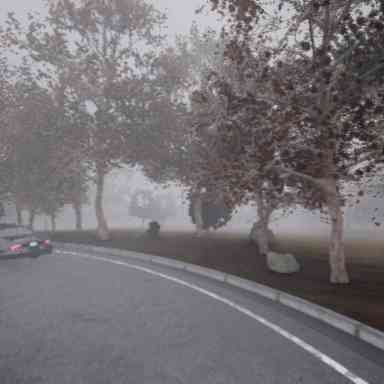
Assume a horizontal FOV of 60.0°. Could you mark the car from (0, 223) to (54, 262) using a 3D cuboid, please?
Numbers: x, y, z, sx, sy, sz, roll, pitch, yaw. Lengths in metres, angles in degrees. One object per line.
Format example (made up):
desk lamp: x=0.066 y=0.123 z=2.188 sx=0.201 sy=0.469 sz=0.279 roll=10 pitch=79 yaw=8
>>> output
car: x=-7.875 y=1.979 z=13.221 sx=5.357 sy=1.411 sz=2.033 roll=-1 pitch=-1 yaw=30
